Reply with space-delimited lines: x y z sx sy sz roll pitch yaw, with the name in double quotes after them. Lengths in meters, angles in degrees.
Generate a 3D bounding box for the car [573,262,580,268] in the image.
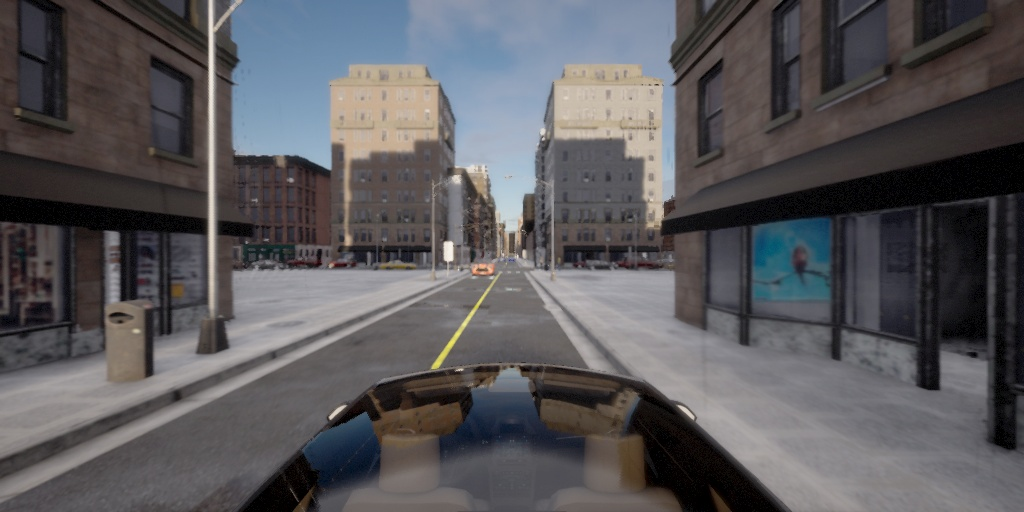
11.756 1.199 55.584 4.507 1.381 1.888 0 0 0 "car"

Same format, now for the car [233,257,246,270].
-37.743 1.007 47.587 5.009 1.841 2.192 0 0 0 "car"

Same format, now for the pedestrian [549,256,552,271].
4.499 0.832 41.162 0.375 1.860 0.375 0 0 0 "pedestrian"

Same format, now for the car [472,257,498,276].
-2.797 1.045 36.278 2.097 1.767 4.553 0 0 0 "car"

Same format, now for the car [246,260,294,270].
-32.081 1.243 47.584 4.403 1.370 2.007 0 0 0 "car"

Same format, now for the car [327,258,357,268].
-26.414 1.084 55.605 4.097 1.591 1.967 0 0 0 "car"

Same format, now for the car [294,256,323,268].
-32.076 0.958 55.609 5.009 1.841 2.192 0 0 0 "car"

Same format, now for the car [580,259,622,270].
11.751 1.254 47.559 4.403 1.370 2.007 0 0 0 "car"

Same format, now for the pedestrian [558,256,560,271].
5.499 0.838 41.762 0.375 1.860 0.375 0 0 0 "pedestrian"

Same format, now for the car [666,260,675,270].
22.739 1.232 47.552 4.829 1.417 1.751 0 0 0 "car"

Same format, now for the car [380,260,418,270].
-14.925 1.222 47.574 4.829 1.417 1.751 0 0 0 "car"

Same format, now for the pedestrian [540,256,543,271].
3.499 0.831 42.362 0.375 1.860 0.375 0 0 0 "pedestrian"

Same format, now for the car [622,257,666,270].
17.160 1.020 47.556 5.009 1.841 2.192 0 0 0 "car"
